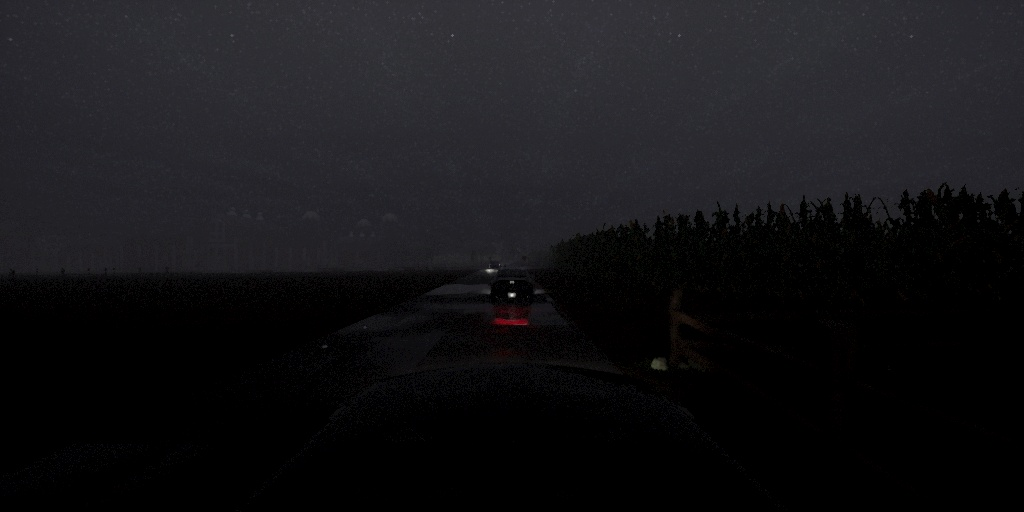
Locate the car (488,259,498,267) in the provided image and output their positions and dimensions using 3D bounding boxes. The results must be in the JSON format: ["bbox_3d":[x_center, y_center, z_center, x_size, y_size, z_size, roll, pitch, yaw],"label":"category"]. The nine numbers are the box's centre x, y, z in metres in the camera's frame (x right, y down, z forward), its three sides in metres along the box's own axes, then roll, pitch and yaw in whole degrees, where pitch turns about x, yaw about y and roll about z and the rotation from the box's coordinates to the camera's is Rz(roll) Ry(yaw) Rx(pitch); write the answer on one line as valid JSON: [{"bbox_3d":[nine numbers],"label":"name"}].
[{"bbox_3d":[-2.750,1.343,58.773,2.097,1.767,4.553,0,0,0],"label":"car"}]

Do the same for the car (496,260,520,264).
[{"bbox_3d":[0.000,1.302,31.502,2.128,1.511,4.902,0,0,0],"label":"car"}]

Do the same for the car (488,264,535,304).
[{"bbox_3d":[0.000,1.282,16.501,1.837,1.490,4.892,0,0,0],"label":"car"}]
